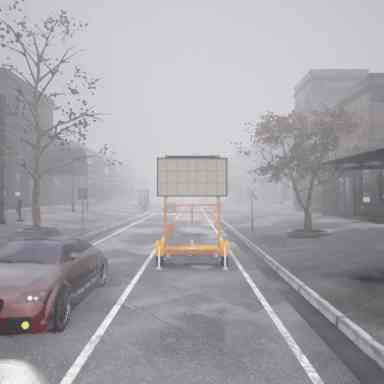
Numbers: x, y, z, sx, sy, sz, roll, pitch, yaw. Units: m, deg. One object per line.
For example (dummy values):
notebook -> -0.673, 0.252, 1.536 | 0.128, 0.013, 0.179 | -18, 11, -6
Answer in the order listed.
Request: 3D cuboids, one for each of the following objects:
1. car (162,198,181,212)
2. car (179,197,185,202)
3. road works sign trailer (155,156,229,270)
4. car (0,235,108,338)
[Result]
car -> -3.082, 2.003, 46.651 | 2.033, 1.411, 5.357 | 0, -1, 0
car -> -2.964, 2.063, 91.396 | 1.837, 1.490, 4.892 | 0, 0, 0
road works sign trailer -> 0.005, 0.561, 11.408 | 2.380, 3.560, 2.880 | 0, -1, 0
car -> -3.097, 1.613, 6.741 | 1.994, 1.385, 4.181 | 0, -1, 0
